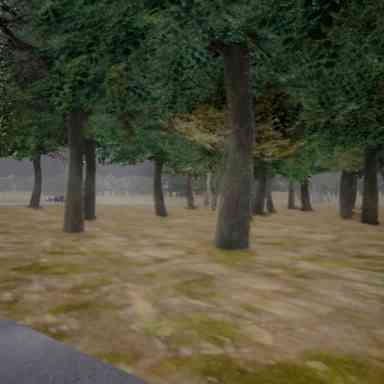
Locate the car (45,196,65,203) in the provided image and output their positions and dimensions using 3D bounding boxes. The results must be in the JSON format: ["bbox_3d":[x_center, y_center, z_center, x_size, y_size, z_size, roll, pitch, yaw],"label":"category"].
[{"bbox_3d":[-29.836,1.630,73.066,1.837,1.490,4.892,1,-1,37],"label":"car"}]
